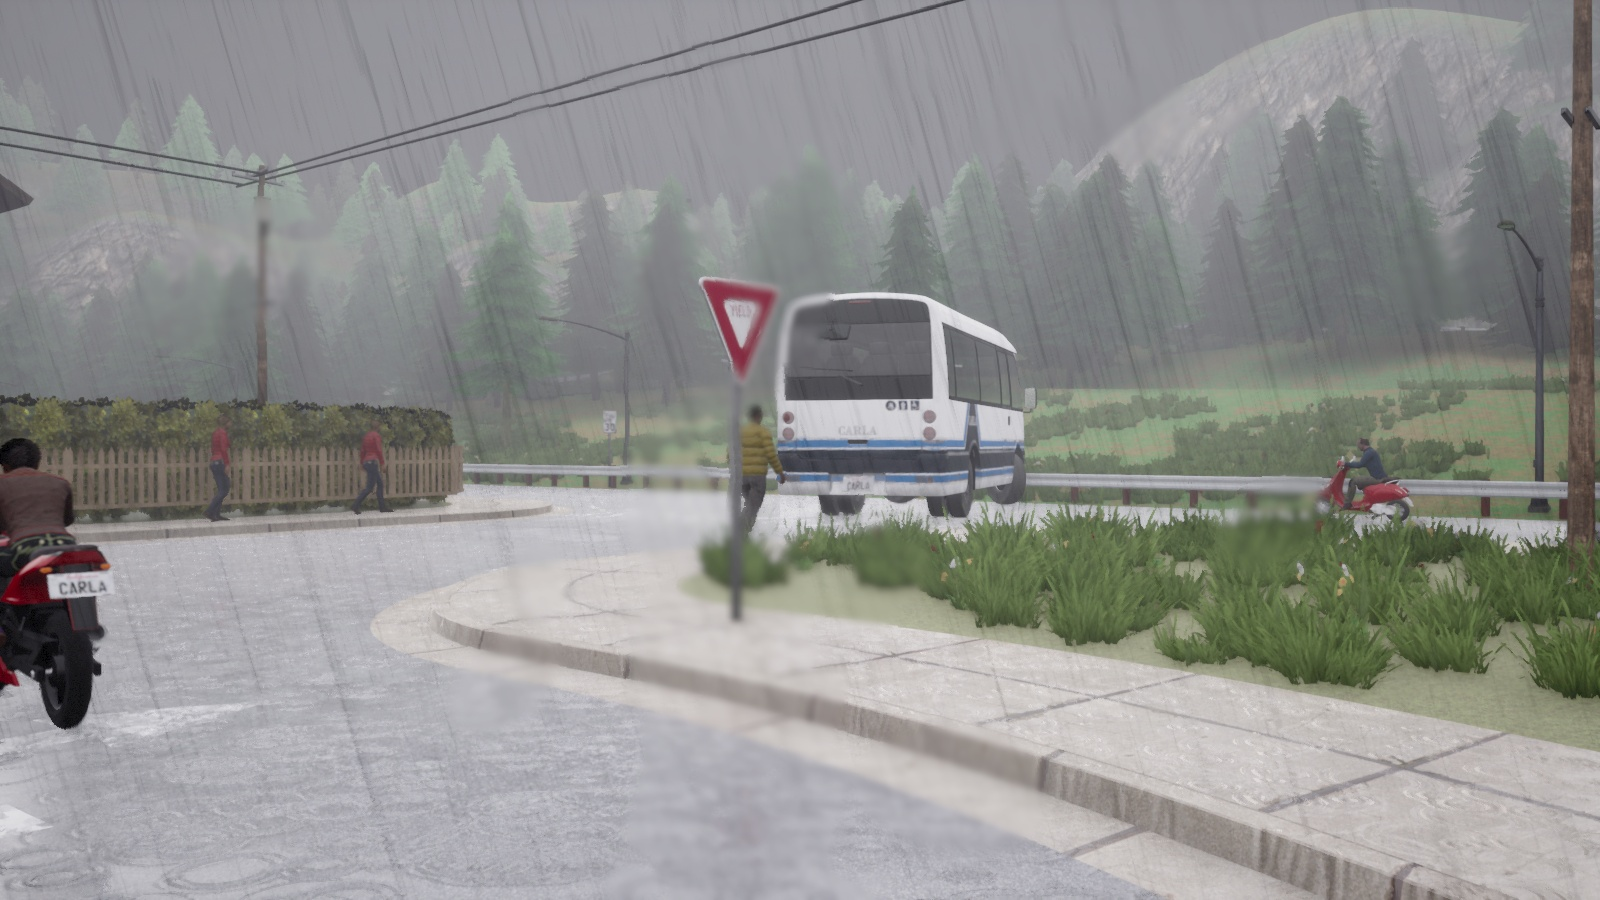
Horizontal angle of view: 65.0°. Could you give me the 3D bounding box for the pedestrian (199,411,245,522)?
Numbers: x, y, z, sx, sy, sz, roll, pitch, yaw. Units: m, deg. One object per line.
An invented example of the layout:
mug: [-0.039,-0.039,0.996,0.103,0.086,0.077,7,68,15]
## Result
pedestrian: [-9.831,0.273,21.353,0.636,1.846,0.331,0,0,-44]

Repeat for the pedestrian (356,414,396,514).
pedestrian: [-7.971,0.262,23.600,0.636,1.846,0.331,0,0,-44]

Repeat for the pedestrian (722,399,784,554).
pedestrian: [-0.570,0.314,15.391,0.431,1.840,0.709,0,0,31]

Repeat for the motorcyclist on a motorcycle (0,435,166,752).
motorcyclist on a motorcycle: [-4.329,0.686,6.997,2.044,1.523,0.797,0,0,44]

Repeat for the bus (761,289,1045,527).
bus: [2.769,-0.780,27.941,3.944,4.253,10.273,0,0,19]

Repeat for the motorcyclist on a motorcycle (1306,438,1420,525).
motorcyclist on a motorcycle: [10.719,0.573,23.929,1.817,1.590,0.866,0,0,39]
